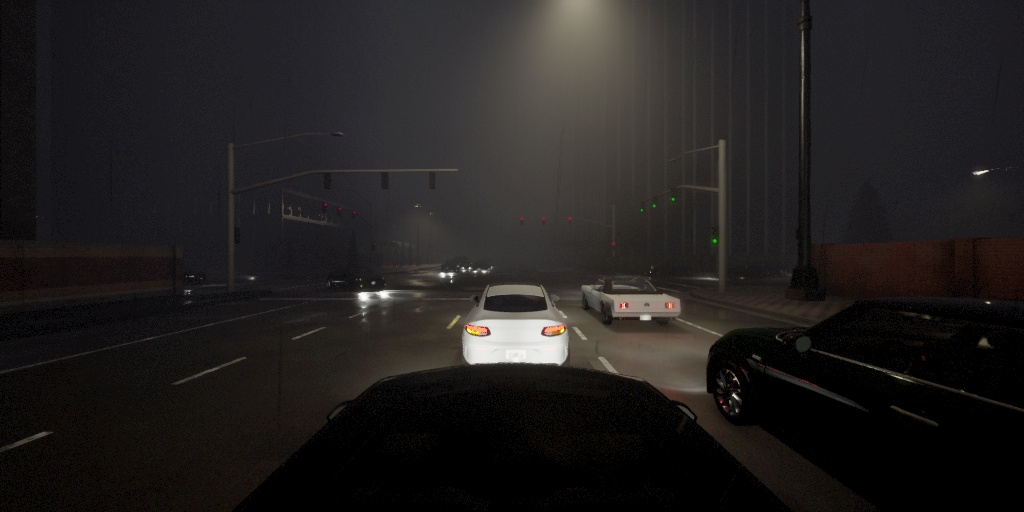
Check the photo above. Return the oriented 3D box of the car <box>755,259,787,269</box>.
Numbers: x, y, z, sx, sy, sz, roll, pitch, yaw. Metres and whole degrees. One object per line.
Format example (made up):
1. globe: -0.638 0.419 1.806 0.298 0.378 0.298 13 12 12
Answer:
1. car: 24.228 1.102 35.207 4.553 1.767 2.097 0 0 -1

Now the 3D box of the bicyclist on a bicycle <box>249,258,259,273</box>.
1. bicyclist on a bicycle: -28.411 1.051 39.488 0.582 1.620 1.656 0 0 -1

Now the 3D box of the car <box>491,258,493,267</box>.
1. car: -4.551 1.276 59.408 1.812 1.442 4.674 0 0 -1

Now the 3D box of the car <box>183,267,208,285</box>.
1. car: -23.281 1.255 24.054 4.892 1.490 1.837 0 0 -1

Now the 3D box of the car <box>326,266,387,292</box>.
1. car: -9.238 1.314 21.225 4.181 1.385 1.994 0 0 39

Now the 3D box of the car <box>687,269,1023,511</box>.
1. car: 3.599 1.102 2.870 2.097 1.767 4.553 0 0 0

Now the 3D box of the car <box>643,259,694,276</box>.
1. car: 15.336 1.102 35.125 4.553 1.767 2.097 0 0 0

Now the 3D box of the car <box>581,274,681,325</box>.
1. car: 3.562 1.351 11.772 1.895 1.301 4.718 0 0 0

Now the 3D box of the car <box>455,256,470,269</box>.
1. car: -8.003 0.971 56.073 2.150 2.045 5.566 0 0 -1

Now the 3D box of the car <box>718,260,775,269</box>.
1. car: 20.187 1.314 31.671 4.181 1.385 1.994 0 0 -1

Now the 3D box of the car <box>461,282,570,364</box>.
1. car: 0.058 1.276 7.554 1.812 1.442 4.674 0 0 0

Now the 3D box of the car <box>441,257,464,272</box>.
1. car: -7.895 1.241 46.226 2.128 1.511 4.902 0 0 1

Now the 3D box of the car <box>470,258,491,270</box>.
1. car: -4.427 1.314 50.793 1.994 1.385 4.181 0 0 -1
